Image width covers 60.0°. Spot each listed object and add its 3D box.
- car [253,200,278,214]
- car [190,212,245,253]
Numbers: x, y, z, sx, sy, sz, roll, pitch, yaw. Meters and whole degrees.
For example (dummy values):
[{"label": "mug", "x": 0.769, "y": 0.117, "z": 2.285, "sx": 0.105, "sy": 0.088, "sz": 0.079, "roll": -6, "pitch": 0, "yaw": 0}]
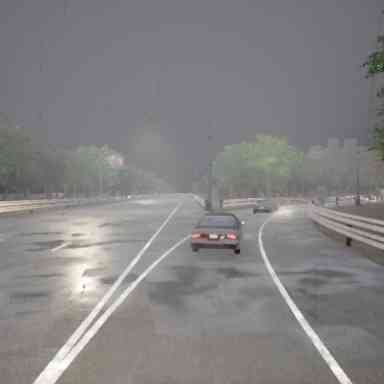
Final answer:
[{"label": "car", "x": 7.970, "y": 1.592, "z": 35.874, "sx": 1.994, "sy": 1.385, "sz": 4.181, "roll": 0, "pitch": 0, "yaw": 25}, {"label": "car", "x": 1.152, "y": 1.555, "z": 13.784, "sx": 2.033, "sy": 1.411, "sz": 5.357, "roll": 0, "pitch": 0, "yaw": 10}]
